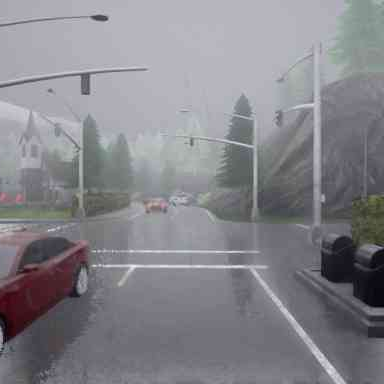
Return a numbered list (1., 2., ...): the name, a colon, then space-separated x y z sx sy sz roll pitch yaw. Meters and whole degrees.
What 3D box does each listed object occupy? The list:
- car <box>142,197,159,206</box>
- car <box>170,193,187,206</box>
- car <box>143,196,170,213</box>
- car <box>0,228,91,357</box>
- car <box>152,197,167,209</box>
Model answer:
1. car: -6.969 1.564 55.778 1.994 1.385 4.181 0 0 -19
2. car: -2.284 1.221 53.290 2.150 2.045 5.566 0 0 -15
3. car: -3.781 1.352 36.339 2.097 1.767 4.553 0 0 -2
4. car: -3.340 1.477 5.729 1.882 1.535 5.008 0 0 2
5. car: -4.592 1.505 46.148 1.837 1.490 4.892 0 0 -9
